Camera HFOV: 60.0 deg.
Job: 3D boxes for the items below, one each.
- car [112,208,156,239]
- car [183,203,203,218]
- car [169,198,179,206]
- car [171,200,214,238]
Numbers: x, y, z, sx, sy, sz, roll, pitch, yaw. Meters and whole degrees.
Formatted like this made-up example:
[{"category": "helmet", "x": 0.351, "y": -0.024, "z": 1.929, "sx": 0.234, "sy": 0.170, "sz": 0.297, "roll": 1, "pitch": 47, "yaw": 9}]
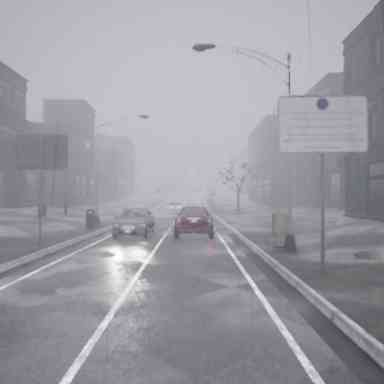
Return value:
[{"category": "car", "x": -3.102, "y": 1.669, "z": 18.482, "sx": 2.128, "sy": 1.511, "sz": 4.902, "roll": 0, "pitch": -1, "yaw": 0}, {"category": "car", "x": 0.089, "y": 2.005, "z": 37.193, "sx": 2.033, "sy": 1.411, "sz": 5.357, "roll": 0, "pitch": 0, "yaw": 0}, {"category": "car", "x": -3.044, "y": 1.751, "z": 60.208, "sx": 1.812, "sy": 1.442, "sz": 4.674, "roll": 0, "pitch": 2, "yaw": 1}, {"category": "car", "x": 0.097, "y": 1.540, "z": 19.141, "sx": 2.097, "sy": 1.767, "sz": 4.553, "roll": 0, "pitch": -1, "yaw": 0}]
